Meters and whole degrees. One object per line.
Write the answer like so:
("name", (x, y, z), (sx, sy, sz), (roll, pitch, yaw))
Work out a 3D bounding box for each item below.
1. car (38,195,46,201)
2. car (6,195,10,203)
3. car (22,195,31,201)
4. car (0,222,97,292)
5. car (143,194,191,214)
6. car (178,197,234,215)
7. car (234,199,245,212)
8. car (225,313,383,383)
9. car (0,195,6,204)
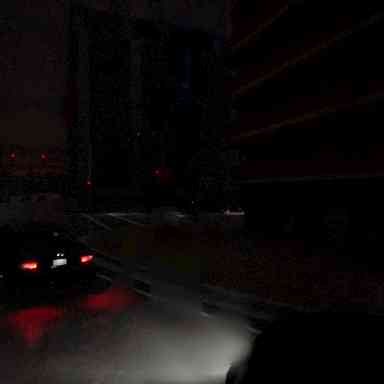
("car", (-37.061, 1.540, 82.373), (2.033, 1.411, 5.357), (0, 0, -23))
("car", (-38.676, 1.355, 68.217), (2.097, 1.767, 4.553), (0, 0, -23))
("car", (-40.150, 1.525, 80.691), (2.128, 1.511, 4.902), (0, 0, -23))
("car", (-4.390, 1.547, 9.074), (2.033, 1.411, 5.357), (0, 0, -39))
("car", (-2.541, 1.277, 36.529), (5.566, 2.045, 2.150), (0, 0, -22))
("car", (1.448, 1.560, 34.393), (4.892, 1.490, 1.837), (0, 0, -22))
("car", (6.614, 1.560, 40.320), (4.892, 1.490, 1.837), (0, 0, -22))
("car", (2.827, 1.547, 2.052), (5.357, 1.411, 2.033), (0, 0, 35))
("car", (-34.653, 1.601, 58.673), (1.895, 1.301, 4.718), (0, 0, -23))
